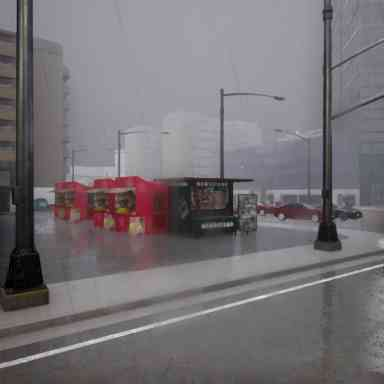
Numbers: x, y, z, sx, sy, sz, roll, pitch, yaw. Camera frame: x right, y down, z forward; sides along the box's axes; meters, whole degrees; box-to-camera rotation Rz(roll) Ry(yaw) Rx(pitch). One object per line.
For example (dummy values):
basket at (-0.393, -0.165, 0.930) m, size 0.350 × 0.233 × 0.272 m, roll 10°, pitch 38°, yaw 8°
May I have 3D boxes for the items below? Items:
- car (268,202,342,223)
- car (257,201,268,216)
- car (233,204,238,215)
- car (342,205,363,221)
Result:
car at (8.987, 1.589, 26.864) m, size 1.882 × 1.535 × 5.008 m, roll 0°, pitch -1°, yaw -38°
car at (6.940, 1.688, 35.686) m, size 1.882 × 1.535 × 5.008 m, roll 0°, pitch -1°, yaw -36°
car at (3.536, 1.750, 34.422) m, size 1.812 × 1.442 × 4.674 m, roll 0°, pitch -1°, yaw -36°
car at (12.214, 1.671, 28.408) m, size 1.994 × 1.385 × 4.181 m, roll 0°, pitch -1°, yaw -35°
